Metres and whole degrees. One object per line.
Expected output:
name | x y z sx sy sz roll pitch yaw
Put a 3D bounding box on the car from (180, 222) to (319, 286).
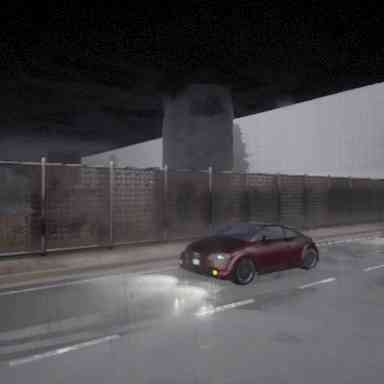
car | 1.732 1.572 9.511 4.181 1.385 1.994 0 0 -35
